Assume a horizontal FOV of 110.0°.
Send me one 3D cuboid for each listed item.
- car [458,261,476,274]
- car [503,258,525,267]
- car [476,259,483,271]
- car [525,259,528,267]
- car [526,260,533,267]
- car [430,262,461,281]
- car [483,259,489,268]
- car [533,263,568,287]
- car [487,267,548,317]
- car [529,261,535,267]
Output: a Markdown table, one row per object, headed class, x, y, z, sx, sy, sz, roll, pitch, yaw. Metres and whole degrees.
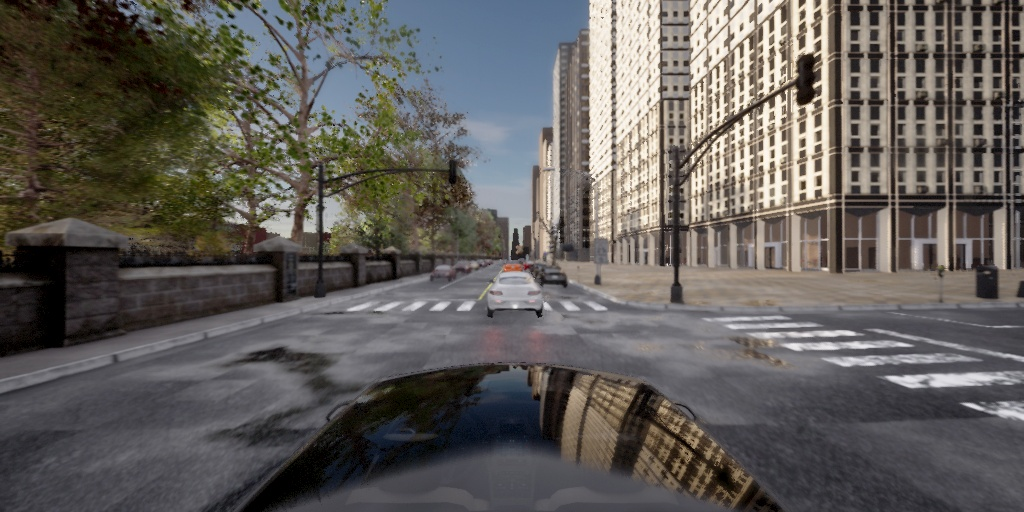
| class | x | y | z | sx | sy | sz | roll | pitch | yaw |
| --- | --- | --- | --- | --- | --- | --- | --- | --- | --- |
| car | -5.694 | 1.270 | 41.361 | 1.967 | 1.591 | 4.097 | 0 | 0 | 0 |
| car | 0.098 | 1.178 | 39.828 | 2.097 | 1.767 | 4.553 | 0 | 0 | 0 |
| car | -5.694 | 1.384 | 52.456 | 1.751 | 1.417 | 4.829 | 0 | 0 | 0 |
| car | 2.686 | 1.404 | 52.627 | 1.888 | 1.381 | 4.507 | 0 | 0 | 0 |
| car | 2.687 | 1.383 | 35.729 | 1.948 | 1.339 | 4.313 | 0 | 0 | 0 |
| car | -5.694 | 1.386 | 30.096 | 1.802 | 1.307 | 4.207 | 0 | 0 | 0 |
| car | -5.695 | 1.330 | 63.889 | 1.967 | 1.591 | 4.097 | 0 | 0 | 0 |
| car | 2.687 | 1.359 | 24.464 | 1.948 | 1.339 | 4.313 | 0 | 0 | 0 |
| car | 0.100 | 1.297 | 13.254 | 1.812 | 1.442 | 4.674 | 0 | 0 | 0 |
| car | 2.687 | 1.370 | 30.096 | 1.948 | 1.339 | 4.313 | 0 | 0 | 0 |
